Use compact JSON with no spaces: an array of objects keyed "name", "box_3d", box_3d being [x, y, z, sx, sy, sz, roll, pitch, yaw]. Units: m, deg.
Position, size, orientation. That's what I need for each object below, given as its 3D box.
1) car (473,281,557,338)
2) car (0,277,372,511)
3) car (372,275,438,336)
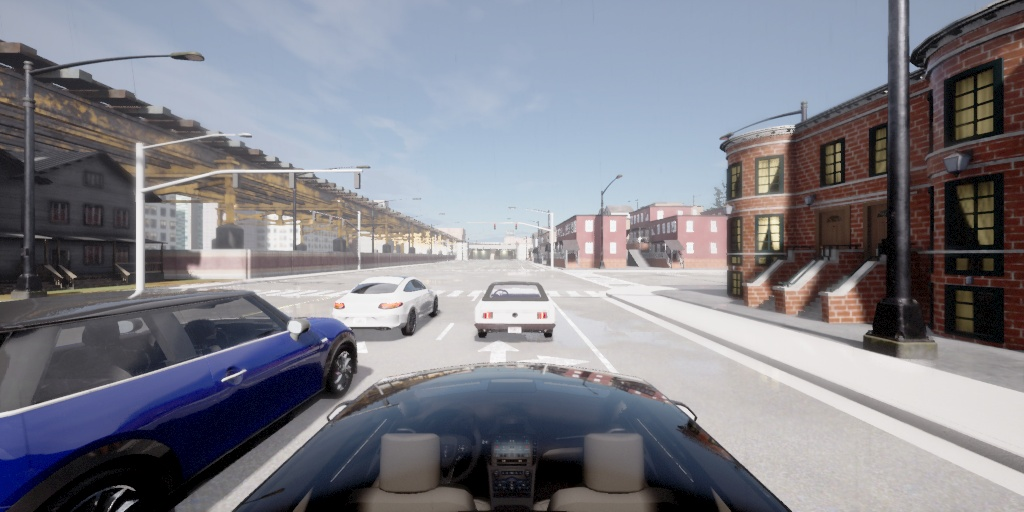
[{"name":"car","box_3d":[0.105,1.351,10.184,1.895,1.301,4.718,0,0,1]},{"name":"car","box_3d":[-3.399,1.102,3.648,2.097,1.767,4.553,0,0,0]},{"name":"car","box_3d":[-3.398,1.276,10.292,1.812,1.442,4.674,0,0,0]}]
